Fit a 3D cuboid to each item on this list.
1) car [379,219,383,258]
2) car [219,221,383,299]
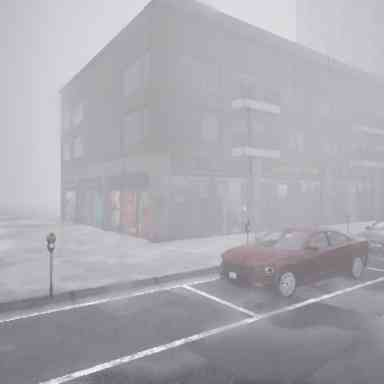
[{"bbox_3d":[7.204,1.581,11.658,4.206,1.307,1.802,0,0,-35],"label":"car"},{"bbox_3d":[2.703,1.544,8.454,4.507,1.381,1.887,0,0,-35],"label":"car"}]
